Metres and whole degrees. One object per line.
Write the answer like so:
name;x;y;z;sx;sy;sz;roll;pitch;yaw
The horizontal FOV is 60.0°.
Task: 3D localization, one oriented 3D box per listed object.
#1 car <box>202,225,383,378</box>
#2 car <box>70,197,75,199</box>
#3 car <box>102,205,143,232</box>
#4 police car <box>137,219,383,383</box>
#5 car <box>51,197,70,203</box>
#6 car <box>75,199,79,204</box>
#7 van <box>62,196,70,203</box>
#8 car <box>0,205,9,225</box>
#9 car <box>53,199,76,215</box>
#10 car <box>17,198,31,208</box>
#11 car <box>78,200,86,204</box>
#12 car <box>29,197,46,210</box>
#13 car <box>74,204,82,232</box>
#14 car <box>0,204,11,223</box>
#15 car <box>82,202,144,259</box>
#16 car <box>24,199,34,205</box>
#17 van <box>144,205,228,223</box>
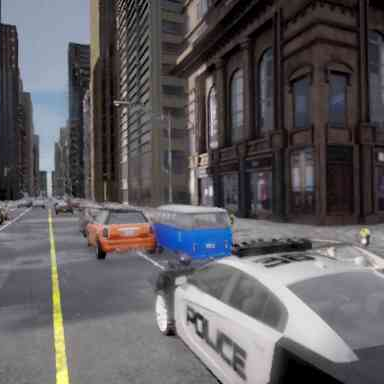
car;2.044;1.540;6.391;2.008;1.369;4.403;-1;0;-23
car;-18.046;1.980;52.797;1.947;1.339;4.313;-1;0;-23
car;-4.721;1.655;22.016;1.752;1.417;4.829;-1;0;-23
police car;0.938;1.423;4.254;1.930;1.638;5.238;-1;0;-23
car;-19.873;1.906;50.064;1.882;1.535;5.008;-1;0;-23
car;-13.650;1.842;42.640;1.752;1.417;4.829;-1;0;-23
van;-33.674;2.103;88.891;1.690;1.788;3.998;-1;0;-23
car;-14.706;1.583;23.618;2.192;1.841;5.009;-1;0;-23
car;-14.909;1.846;38.677;1.812;1.442;4.674;-1;0;-23
car;-30.326;2.188;59.707;1.802;1.307;4.206;-1;0;-23
car;-11.349;1.849;37.328;1.802;1.307;4.206;-1;0;-23
car;-24.437;2.027;53.055;1.812;1.442;4.674;-1;0;-23
car;-5.374;1.634;18.835;1.837;1.490;4.892;-1;0;-23
car;-16.868;1.839;28.617;1.752;1.417;4.829;-1;0;-23
car;-2.981;1.429;13.302;2.097;1.767;4.553;-1;0;-23
car;-39.254;2.371;80.331;1.947;1.339;4.313;-1;0;-23
van;-0.191;1.376;11.548;1.690;1.788;3.998;-1;0;-23
